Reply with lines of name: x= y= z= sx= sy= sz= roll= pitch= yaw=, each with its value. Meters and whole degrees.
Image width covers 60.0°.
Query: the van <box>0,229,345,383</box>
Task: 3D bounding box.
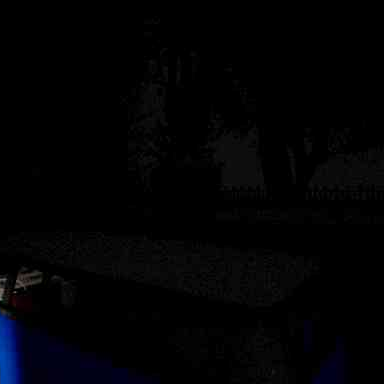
van: x=-0.667 y=1.341 z=3.188 sx=3.998 sy=1.788 sz=1.690 roll=0 pitch=0 yaw=35
